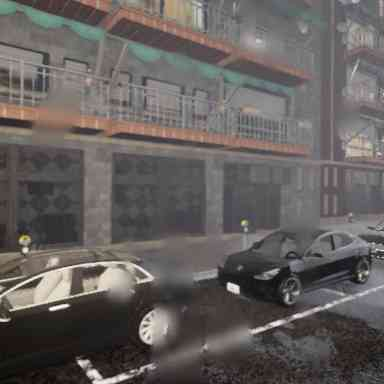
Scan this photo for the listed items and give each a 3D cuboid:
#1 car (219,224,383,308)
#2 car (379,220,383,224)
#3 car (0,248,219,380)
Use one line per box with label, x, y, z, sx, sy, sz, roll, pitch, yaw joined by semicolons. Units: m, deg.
car;2.608;1.555;7.949;4.313;1.339;1.947;0;1;-35
car;7.225;1.531;11.242;4.403;1.369;2.008;0;1;-35
car;-2.009;1.550;4.655;4.403;1.369;2.008;0;1;-35
